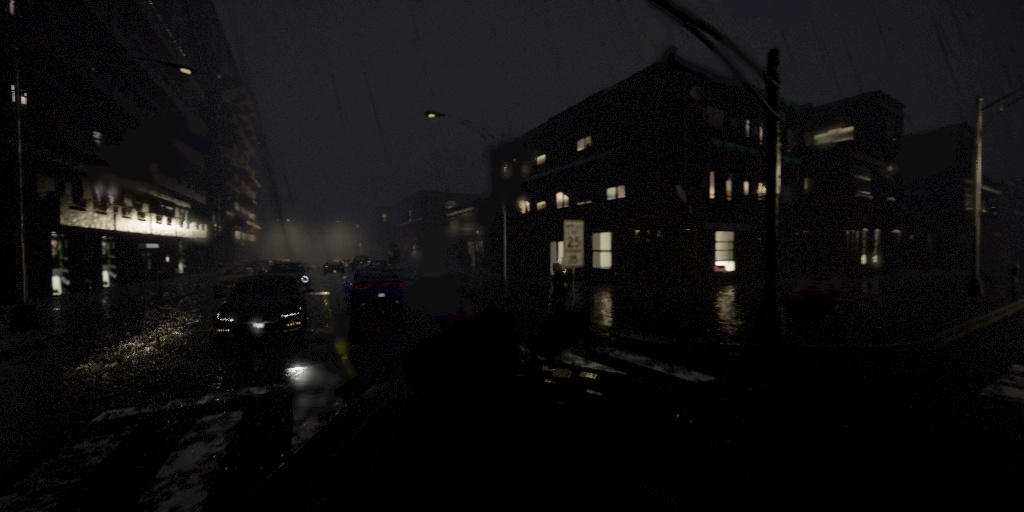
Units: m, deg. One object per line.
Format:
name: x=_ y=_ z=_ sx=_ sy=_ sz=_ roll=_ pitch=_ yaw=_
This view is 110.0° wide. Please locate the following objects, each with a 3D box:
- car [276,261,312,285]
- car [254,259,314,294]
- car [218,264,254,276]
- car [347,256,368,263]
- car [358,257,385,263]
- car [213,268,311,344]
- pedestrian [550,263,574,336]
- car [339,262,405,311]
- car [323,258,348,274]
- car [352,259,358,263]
car: x=-16.351 y=1.202 z=27.073 sx=2.128 sy=1.511 sz=4.902 roll=-1 pitch=1 yaw=-29
car: x=-11.416 y=1.098 z=18.273 sx=2.097 sy=1.767 sz=4.553 roll=-1 pitch=1 yaw=-29
car: x=-16.050 y=1.288 z=21.100 sx=1.751 sy=1.417 sz=4.829 roll=0 pitch=0 yaw=-29
car: x=-17.097 y=0.911 z=40.214 sx=2.192 sy=1.841 sz=5.009 roll=0 pitch=0 yaw=-29
car: x=-11.514 y=1.075 z=30.327 sx=1.967 sy=1.591 sz=4.097 roll=0 pitch=0 yaw=-29
car: x=-6.785 y=1.286 z=10.037 sx=1.837 sy=1.490 sz=4.892 roll=-1 pitch=1 yaw=-29
pedestrian: x=1.184 y=1.013 z=8.774 sx=0.375 sy=1.860 sz=0.375 roll=-2 pitch=2 yaw=-29
car: x=-5.740 y=1.205 z=14.647 sx=1.882 sy=1.535 sz=5.008 roll=-1 pitch=1 yaw=-29
car: x=-18.950 y=1.234 z=38.114 sx=1.895 sy=1.301 sz=4.718 roll=-1 pitch=1 yaw=-29
car: x=-14.315 y=1.198 z=35.264 sx=1.802 sy=1.307 sz=4.207 roll=0 pitch=0 yaw=-29
